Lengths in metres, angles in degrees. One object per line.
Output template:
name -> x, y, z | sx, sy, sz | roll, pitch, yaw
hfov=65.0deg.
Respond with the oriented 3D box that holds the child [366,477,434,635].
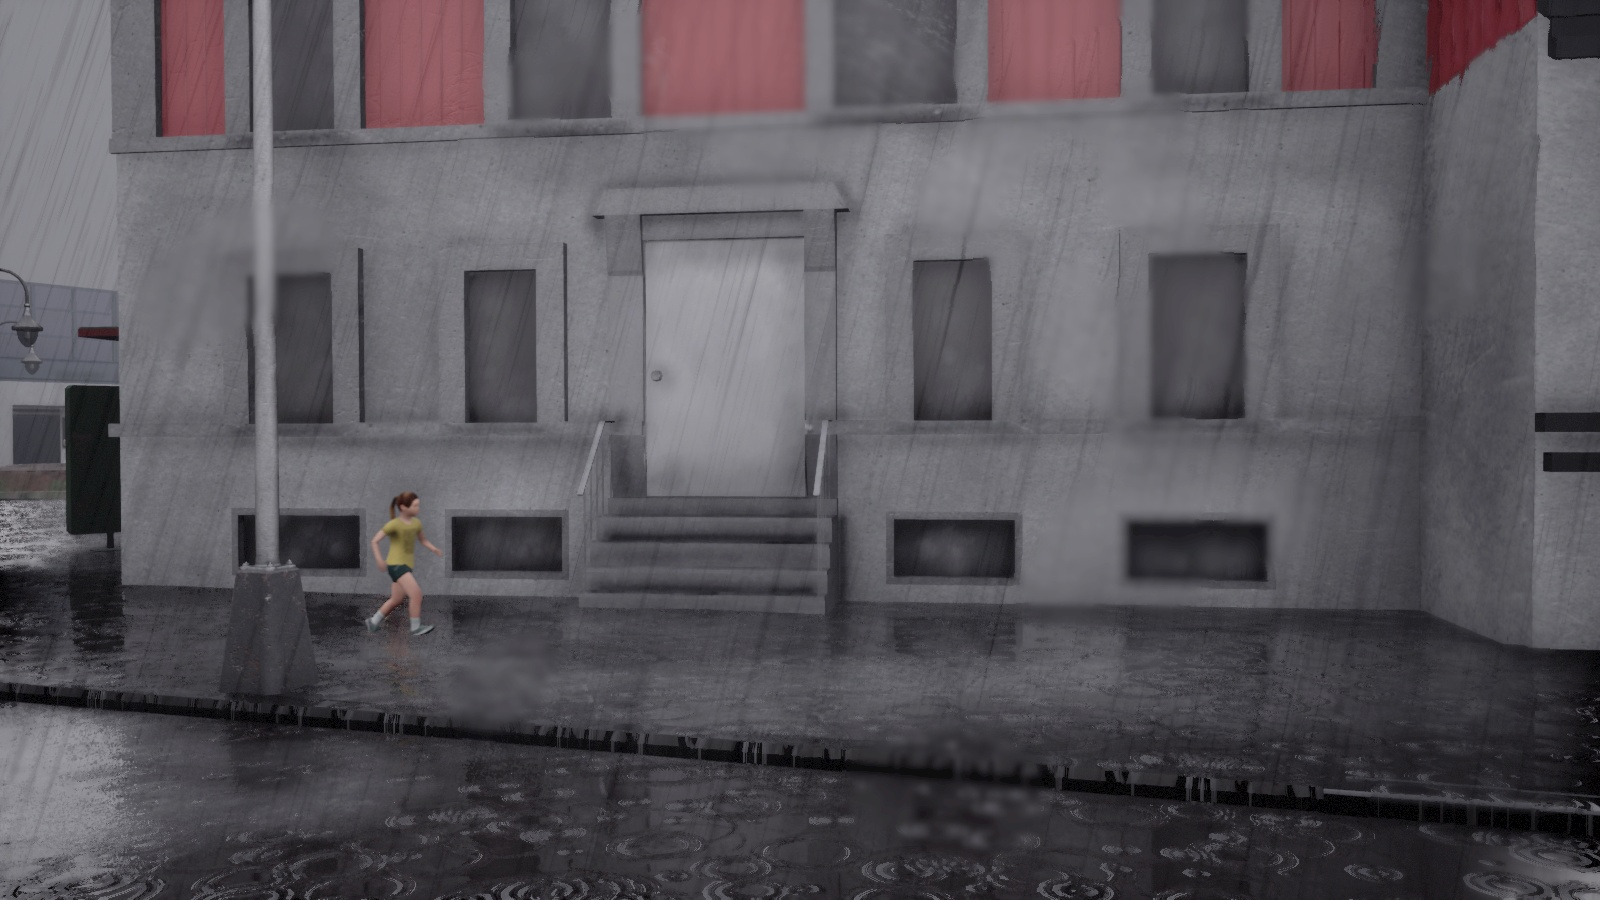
child -> -2.896, 0.760, 9.091 | 0.394, 1.110, 0.255 | 0, 1, 10
